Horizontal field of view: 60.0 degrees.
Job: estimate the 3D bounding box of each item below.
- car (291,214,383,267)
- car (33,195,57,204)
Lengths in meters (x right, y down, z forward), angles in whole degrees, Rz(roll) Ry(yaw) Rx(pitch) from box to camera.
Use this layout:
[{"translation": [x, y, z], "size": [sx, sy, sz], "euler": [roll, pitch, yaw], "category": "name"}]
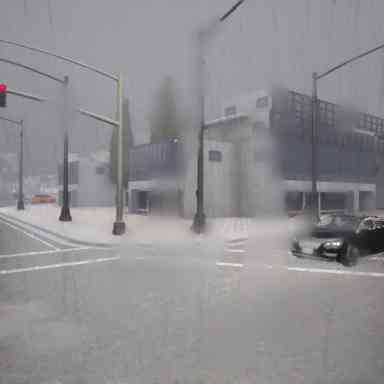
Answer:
[{"translation": [5.468, 1.536, 11.605], "size": [4.902, 1.511, 2.128], "euler": [0, 0, -37], "category": "car"}, {"translation": [-27.202, 1.284, 61.566], "size": [2.097, 1.767, 4.553], "euler": [0, 0, 16], "category": "car"}]
